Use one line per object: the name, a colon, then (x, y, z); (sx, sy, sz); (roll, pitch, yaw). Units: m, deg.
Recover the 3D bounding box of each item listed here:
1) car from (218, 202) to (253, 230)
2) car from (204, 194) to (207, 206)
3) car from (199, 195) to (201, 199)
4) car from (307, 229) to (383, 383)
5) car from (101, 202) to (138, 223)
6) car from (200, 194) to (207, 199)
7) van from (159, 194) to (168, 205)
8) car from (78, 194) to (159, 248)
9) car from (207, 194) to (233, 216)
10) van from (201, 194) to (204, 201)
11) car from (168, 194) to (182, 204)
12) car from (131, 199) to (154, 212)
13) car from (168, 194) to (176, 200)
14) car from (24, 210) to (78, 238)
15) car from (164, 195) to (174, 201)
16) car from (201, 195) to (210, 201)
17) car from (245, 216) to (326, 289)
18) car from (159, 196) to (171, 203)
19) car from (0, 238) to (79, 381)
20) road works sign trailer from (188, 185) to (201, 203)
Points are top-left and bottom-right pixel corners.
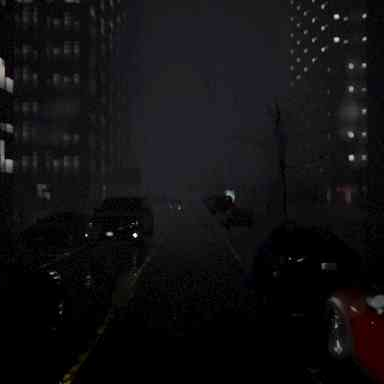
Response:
car: (2.795, 1.538, 20.228); (1.802, 1.307, 4.206); (1, 0, 0)
car: (2.885, 1.233, 37.294); (2.192, 1.841, 5.009); (1, 0, 0)
car: (3.028, 1.406, 65.739); (2.008, 1.369, 4.403); (1, 0, 0)
car: (2.830, 1.434, 3.163); (1.967, 1.590, 4.097); (1, 0, 0)
car: (-5.557, 1.504, 25.979); (1.947, 1.339, 4.313); (1, 0, 0)
car: (3.174, 1.349, 94.183); (2.008, 1.369, 4.403); (0, 0, 0)
van: (-5.408, 1.216, 54.424); (1.690, 1.788, 3.998); (1, 0, 0)
car: (-3.018, 1.186, 15.021); (2.150, 2.045, 5.566); (0, 0, 0)
car: (2.856, 1.245, 31.605); (2.192, 1.841, 5.009); (1, 0, 0)
van: (3.001, 1.209, 60.050); (1.690, 1.788, 3.998); (1, 0, 0)
car: (-2.765, 1.471, 57.439); (1.895, 1.301, 4.718); (0, 0, 1)
car: (-5.498, 1.479, 37.357); (1.947, 1.339, 4.313); (1, 0, 0)
car: (-5.234, 1.244, 88.559); (1.967, 1.590, 4.097); (1, 0, 0)
car: (-5.624, 1.508, 14.603); (1.887, 1.381, 4.507); (1, 0, 0)
car: (-5.294, 1.378, 77.181); (2.008, 1.369, 4.403); (1, 0, 0)
car: (3.087, 1.383, 77.117); (2.008, 1.369, 4.403); (0, 0, 0)
car: (2.802, 1.547, 8.851); (1.947, 1.339, 4.313); (1, 0, 0)
car: (-5.352, 1.417, 65.803); (1.947, 1.339, 4.313); (1, 0, 0)
car: (-3.079, 1.553, 3.844); (1.994, 1.385, 4.181); (0, 0, 1)
road works sign trailer: (0.362, 0.316, 66.714); (2.380, 3.560, 2.880); (0, 0, 1)
